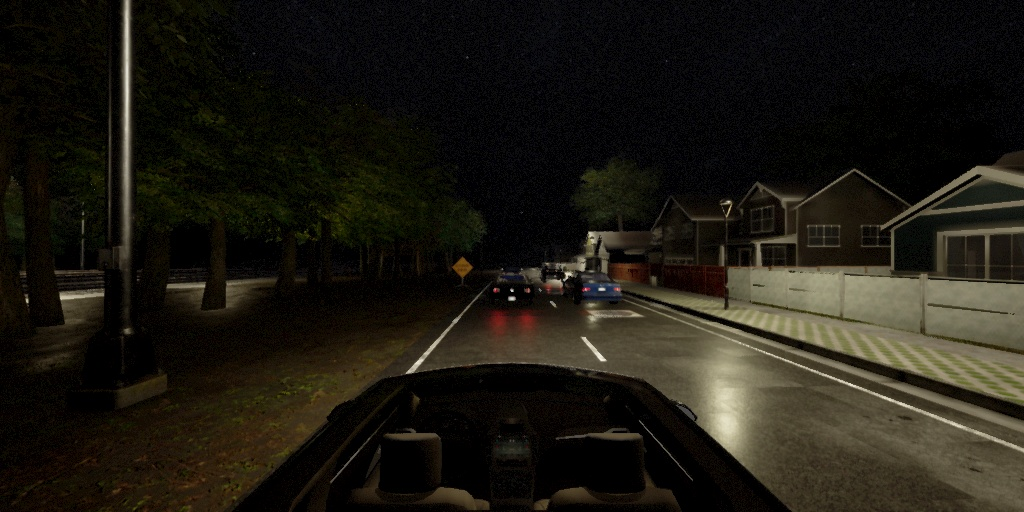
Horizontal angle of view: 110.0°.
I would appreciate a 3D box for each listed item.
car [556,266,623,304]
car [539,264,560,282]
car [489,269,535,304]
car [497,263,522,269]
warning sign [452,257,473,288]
[{"bbox_3d":[3.500,1.370,16.471,2.033,1.411,5.357,0,0,0],"label":"car"},{"bbox_3d":[3.500,1.480,31.475,2.128,1.511,4.902,0,-1,0],"label":"car"},{"bbox_3d":[0.000,1.423,16.500,1.895,1.301,4.718,0,0,0],"label":"car"},{"bbox_3d":[0.000,1.557,31.475,1.994,1.385,4.181,0,-1,0],"label":"car"},{"bbox_3d":[-3.050,0.973,22.021,1.300,1.860,1.060,0,0,0],"label":"warning sign"}]
